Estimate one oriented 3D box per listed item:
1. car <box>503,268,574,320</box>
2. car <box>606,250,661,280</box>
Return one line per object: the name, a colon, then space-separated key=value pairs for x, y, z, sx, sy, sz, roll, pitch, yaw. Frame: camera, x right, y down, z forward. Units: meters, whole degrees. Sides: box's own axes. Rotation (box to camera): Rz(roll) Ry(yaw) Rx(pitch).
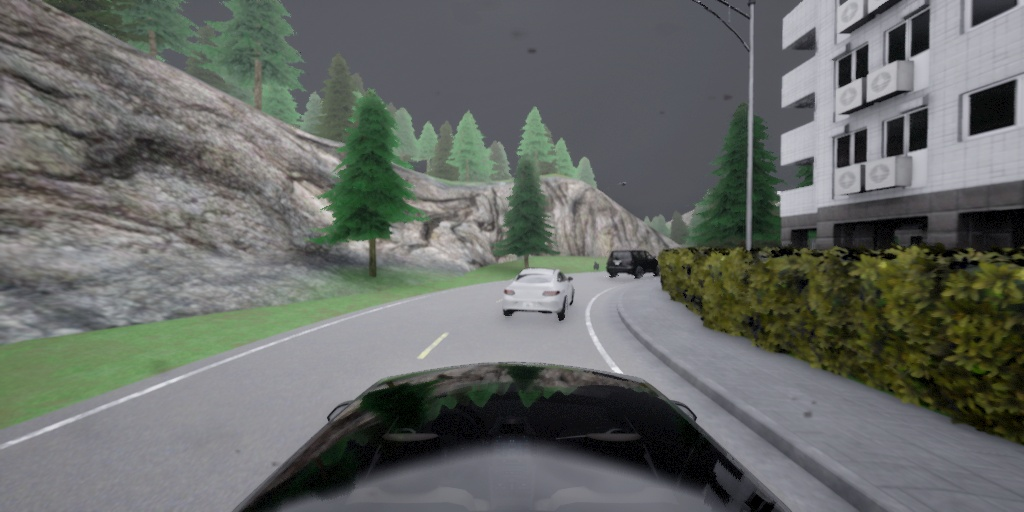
car: x=0.988 y=1.104 z=11.863 sx=1.812 sy=1.442 sz=4.674 roll=0 pitch=1 yaw=14
car: x=9.073 y=0.559 z=26.315 sx=2.150 sy=2.045 sz=5.566 roll=1 pitch=1 yaw=45
